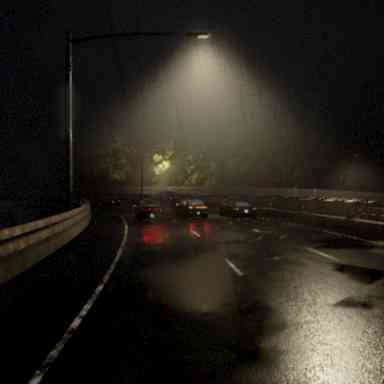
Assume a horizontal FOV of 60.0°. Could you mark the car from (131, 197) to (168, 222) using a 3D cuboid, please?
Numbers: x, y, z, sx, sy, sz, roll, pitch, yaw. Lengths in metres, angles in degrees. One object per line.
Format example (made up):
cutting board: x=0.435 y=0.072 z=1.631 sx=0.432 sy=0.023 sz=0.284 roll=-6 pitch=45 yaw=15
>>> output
car: x=-3.237 y=1.341 z=24.622 sx=1.837 sy=1.490 sz=4.892 roll=0 pitch=0 yaw=-14

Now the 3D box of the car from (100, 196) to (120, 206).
car: x=-11.586 y=1.270 z=46.855 sx=1.994 sy=1.385 sz=4.181 roll=0 pitch=0 yaw=-26

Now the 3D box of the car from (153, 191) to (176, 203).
car: x=-3.917 y=0.904 z=47.258 sx=2.150 sy=2.045 sz=5.566 roll=0 pitch=0 yaw=-26

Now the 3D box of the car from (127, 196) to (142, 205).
car: x=-7.813 y=1.258 z=47.107 sx=1.994 sy=1.385 sz=4.181 roll=0 pitch=0 yaw=-26

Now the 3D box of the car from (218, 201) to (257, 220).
car: x=3.509 y=1.372 z=26.384 sx=1.994 sy=1.385 sz=4.181 roll=0 pitch=0 yaw=-14

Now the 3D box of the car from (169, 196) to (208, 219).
car: x=-0.140 y=1.308 z=26.582 sx=2.128 sy=1.511 sz=4.902 roll=0 pitch=0 yaw=-15
